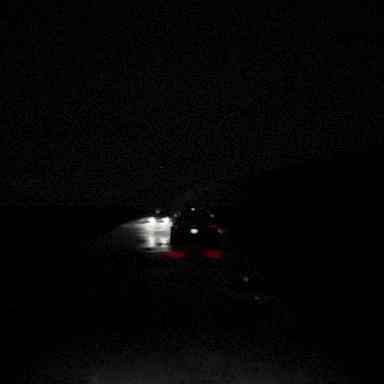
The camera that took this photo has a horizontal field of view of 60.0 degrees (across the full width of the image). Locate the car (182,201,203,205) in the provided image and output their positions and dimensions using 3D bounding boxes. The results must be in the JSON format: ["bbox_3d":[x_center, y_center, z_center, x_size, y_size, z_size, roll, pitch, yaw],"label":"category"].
[{"bbox_3d":[0.084,1.463,29.747,1.994,1.385,4.181,0,0,0],"label":"car"}]

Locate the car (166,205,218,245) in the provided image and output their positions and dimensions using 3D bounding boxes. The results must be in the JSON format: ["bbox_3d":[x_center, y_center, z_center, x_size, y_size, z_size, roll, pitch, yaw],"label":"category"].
[{"bbox_3d":[0.088,1.513,15.181,1.994,1.385,4.181,0,0,0],"label":"car"}]

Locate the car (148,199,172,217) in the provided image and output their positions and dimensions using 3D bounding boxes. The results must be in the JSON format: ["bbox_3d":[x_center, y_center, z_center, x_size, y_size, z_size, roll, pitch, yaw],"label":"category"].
[{"bbox_3d":[-2.851,1.390,30.056,2.128,1.511,4.902,0,0,0],"label":"car"}]
